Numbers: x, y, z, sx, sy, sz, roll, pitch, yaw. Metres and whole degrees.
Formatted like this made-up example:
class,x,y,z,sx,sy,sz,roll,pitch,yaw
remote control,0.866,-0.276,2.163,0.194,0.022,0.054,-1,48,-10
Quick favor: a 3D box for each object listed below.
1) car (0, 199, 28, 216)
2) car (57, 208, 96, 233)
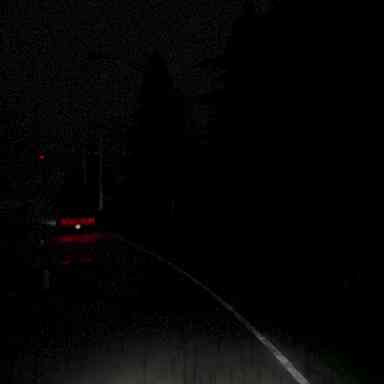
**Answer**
class,x,y,z,sx,sy,sz,roll,pitch,yaw
car,-12.617,1.235,23.384,1.812,1.442,4.674,-1,0,-25
car,-7.236,1.646,20.410,1.895,1.301,4.718,-1,0,-25
